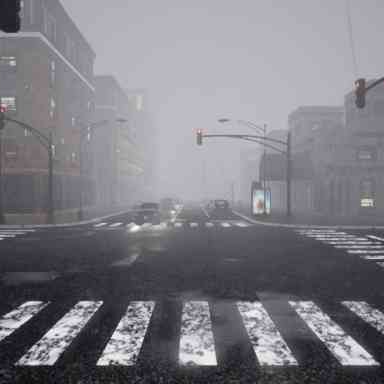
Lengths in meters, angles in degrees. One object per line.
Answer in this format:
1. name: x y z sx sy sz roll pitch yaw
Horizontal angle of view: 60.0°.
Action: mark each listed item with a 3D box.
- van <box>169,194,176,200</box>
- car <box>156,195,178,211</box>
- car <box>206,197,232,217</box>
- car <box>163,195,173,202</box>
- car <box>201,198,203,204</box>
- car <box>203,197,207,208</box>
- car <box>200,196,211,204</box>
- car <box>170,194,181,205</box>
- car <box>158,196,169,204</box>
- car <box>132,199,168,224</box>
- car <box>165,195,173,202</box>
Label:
1. van: -5.634 1.430 94.472 1.690 1.788 3.998 -1 0 0
2. car: -3.071 1.519 41.796 1.837 1.490 4.892 0 0 0
3. car: 2.705 1.446 31.815 1.967 1.590 4.097 0 0 0
4. car: -5.646 1.497 77.382 1.967 1.590 4.097 0 0 0
5. car: 2.717 1.571 48.906 2.008 1.369 4.403 0 0 0
6. car: 2.714 1.597 43.209 1.802 1.307 4.206 0 0 0
7. car: 2.729 1.591 65.996 2.008 1.369 4.403 -1 0 0
8. car: -3.002 1.525 60.419 2.128 1.511 4.902 0 0 1
9. car: -5.652 1.565 65.819 1.752 1.417 4.829 0 0 0
10. car: -3.084 1.500 24.535 1.837 1.490 4.892 0 0 0
11. car: -5.640 1.592 82.908 1.752 1.417 4.829 -1 0 0
